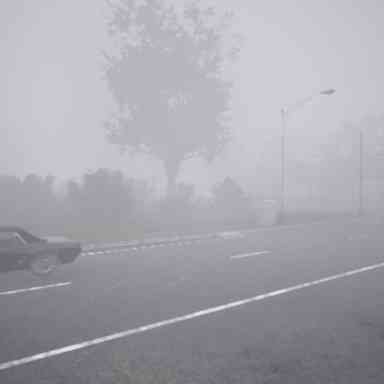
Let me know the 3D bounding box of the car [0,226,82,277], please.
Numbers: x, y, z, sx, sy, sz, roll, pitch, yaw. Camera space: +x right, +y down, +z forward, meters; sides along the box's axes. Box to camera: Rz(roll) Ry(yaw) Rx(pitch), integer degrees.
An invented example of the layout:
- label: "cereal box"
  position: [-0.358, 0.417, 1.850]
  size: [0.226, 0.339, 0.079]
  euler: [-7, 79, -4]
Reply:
- label: "car"
  position: [-5.500, 1.600, 8.667]
  size: [4.718, 1.301, 1.895]
  euler: [0, 0, -35]

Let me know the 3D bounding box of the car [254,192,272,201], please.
- label: "car"
  position: [10.757, 1.061, 50.783]
  size: [2.150, 2.045, 5.566]
  euler: [0, 0, -32]

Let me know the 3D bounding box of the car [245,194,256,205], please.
- label: "car"
  position: [7.076, 1.413, 50.030]
  size: [1.994, 1.385, 4.181]
  euler: [0, 0, -33]

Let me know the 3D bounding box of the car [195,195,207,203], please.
- label: "car"
  position: [2.253, 1.299, 63.786]
  size: [1.812, 1.442, 4.674]
  euler: [0, 1, -34]
